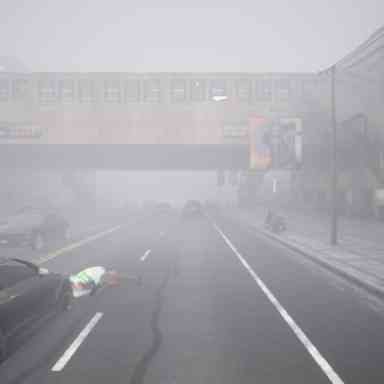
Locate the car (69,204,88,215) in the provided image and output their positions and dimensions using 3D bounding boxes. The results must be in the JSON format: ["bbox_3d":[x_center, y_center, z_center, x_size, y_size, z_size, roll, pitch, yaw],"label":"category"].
[{"bbox_3d":[-13.588,1.967,37.260,1.895,1.301,4.718,0,-1,0],"label":"car"}]

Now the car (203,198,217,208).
[{"bbox_3d":[3.191,1.944,59.255,2.185,1.767,4.553,0,-1,0],"label":"car"}]

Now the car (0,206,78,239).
[{"bbox_3d":[-7.099,1.629,15.073,1.882,1.535,5.008,0,-1,0],"label":"car"}]

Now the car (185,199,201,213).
[{"bbox_3d":[0.156,1.786,43.669,2.097,1.767,4.553,0,-1,1],"label":"car"}]

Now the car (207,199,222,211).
[{"bbox_3d":[3.149,1.964,48.479,2.231,1.521,4.892,0,-1,10],"label":"car"}]

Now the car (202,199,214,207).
[{"bbox_3d":[3.055,2.133,65.679,2.097,1.535,5.008,0,-1,0],"label":"car"}]

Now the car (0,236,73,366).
[{"bbox_3d":[-3.349,1.641,5.146,1.994,1.385,4.181,3,-3,-1],"label":"car"}]

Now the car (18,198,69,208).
[{"bbox_3d":[-13.547,1.527,29.868,2.435,2.045,5.566,0,-1,0],"label":"car"}]

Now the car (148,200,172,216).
[{"bbox_3d":[-3.325,1.925,37.845,2.033,1.411,5.357,0,-1,1],"label":"car"}]

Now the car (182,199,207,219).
[{"bbox_3d":[0.132,1.681,32.994,2.097,1.767,4.553,0,-1,1],"label":"car"}]

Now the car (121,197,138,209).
[{"bbox_3d":[-10.422,1.910,55.899,2.097,1.767,4.553,0,-1,0],"label":"car"}]

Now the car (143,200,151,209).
[{"bbox_3d":[-6.929,2.027,55.189,1.882,1.535,5.008,0,-1,0],"label":"car"}]
